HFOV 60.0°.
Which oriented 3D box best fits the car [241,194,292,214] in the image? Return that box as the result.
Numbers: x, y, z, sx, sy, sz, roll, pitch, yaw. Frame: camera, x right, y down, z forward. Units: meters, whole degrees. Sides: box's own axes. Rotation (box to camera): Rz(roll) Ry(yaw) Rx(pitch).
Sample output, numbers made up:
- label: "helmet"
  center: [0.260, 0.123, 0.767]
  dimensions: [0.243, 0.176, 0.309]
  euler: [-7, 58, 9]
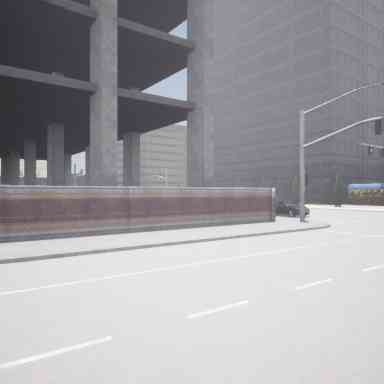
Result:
- label: "car"
  center: [8.263, 1.221, 37.344]
  dimensions: [2.150, 2.045, 5.566]
  euler: [0, 0, -36]

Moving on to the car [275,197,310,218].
- label: "car"
  center: [8.587, 1.505, 30.886]
  dimensions: [1.837, 1.490, 4.892]
  euler: [0, 0, -35]
